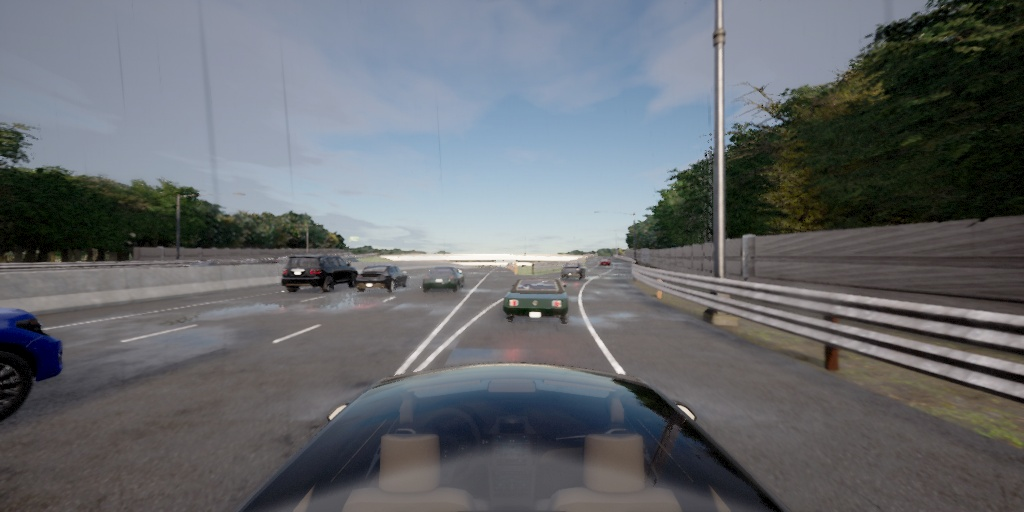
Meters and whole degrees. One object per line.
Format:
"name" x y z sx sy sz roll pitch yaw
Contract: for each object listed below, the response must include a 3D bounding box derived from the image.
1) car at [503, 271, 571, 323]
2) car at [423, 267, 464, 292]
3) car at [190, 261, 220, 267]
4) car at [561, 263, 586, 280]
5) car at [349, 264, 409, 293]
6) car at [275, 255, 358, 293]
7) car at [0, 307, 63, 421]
"car" 0.931 1.363 12.297 1.895 1.301 4.718 0 0 7
"car" -4.051 1.330 21.678 1.994 1.385 4.181 0 0 -1
"car" -38.218 1.327 44.724 1.994 1.385 4.181 1 0 -16
"car" 5.698 1.374 32.955 2.128 1.511 4.902 -1 -1 17
"car" -7.435 1.257 20.955 1.837 1.490 4.892 0 0 -1
"car" -10.933 0.960 20.859 2.150 2.045 5.566 0 0 -1
"car" -6.977 0.948 2.268 2.150 2.045 5.566 0 0 -1
